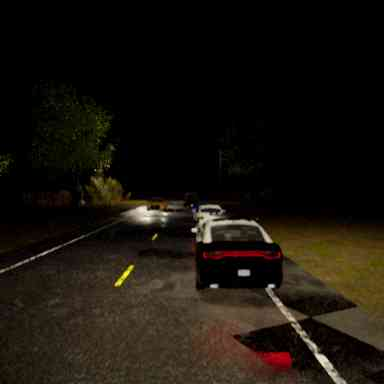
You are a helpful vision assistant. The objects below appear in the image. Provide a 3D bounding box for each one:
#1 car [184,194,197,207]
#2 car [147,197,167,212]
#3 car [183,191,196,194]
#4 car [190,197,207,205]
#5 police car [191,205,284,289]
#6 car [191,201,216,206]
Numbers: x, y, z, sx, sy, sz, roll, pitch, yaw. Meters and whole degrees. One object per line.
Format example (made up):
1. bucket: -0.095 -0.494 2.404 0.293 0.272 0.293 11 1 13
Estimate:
1. car: -0.139 1.331 46.012 2.033 1.411 5.357 0 0 0
2. car: -3.729 1.315 35.945 1.882 1.535 5.008 0 0 0
3. car: -0.224 0.906 63.463 2.150 2.045 5.566 0 0 0
4. car: 0.960 1.370 25.063 1.882 1.535 5.008 0 0 0
5. police car: 1.020 1.388 9.173 1.930 1.638 5.238 0 0 0
6. car: 0.983 1.446 19.064 1.812 1.442 4.674 0 0 0
